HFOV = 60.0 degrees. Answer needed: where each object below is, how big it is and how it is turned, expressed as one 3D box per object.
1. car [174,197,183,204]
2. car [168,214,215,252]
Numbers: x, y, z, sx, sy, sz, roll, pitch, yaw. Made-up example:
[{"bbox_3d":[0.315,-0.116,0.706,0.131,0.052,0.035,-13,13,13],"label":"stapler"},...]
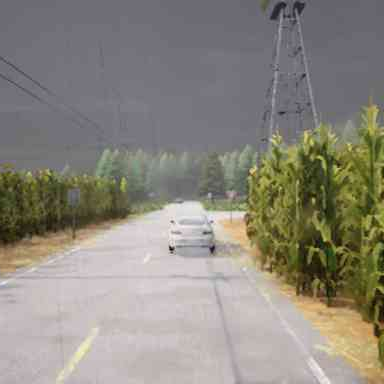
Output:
[{"bbox_3d":[-3.214,2.098,80.332,2.097,1.767,4.553,0,-1,0],"label":"car"},{"bbox_3d":[0.002,1.660,14.404,1.812,1.442,4.674,0,0,0],"label":"car"}]
